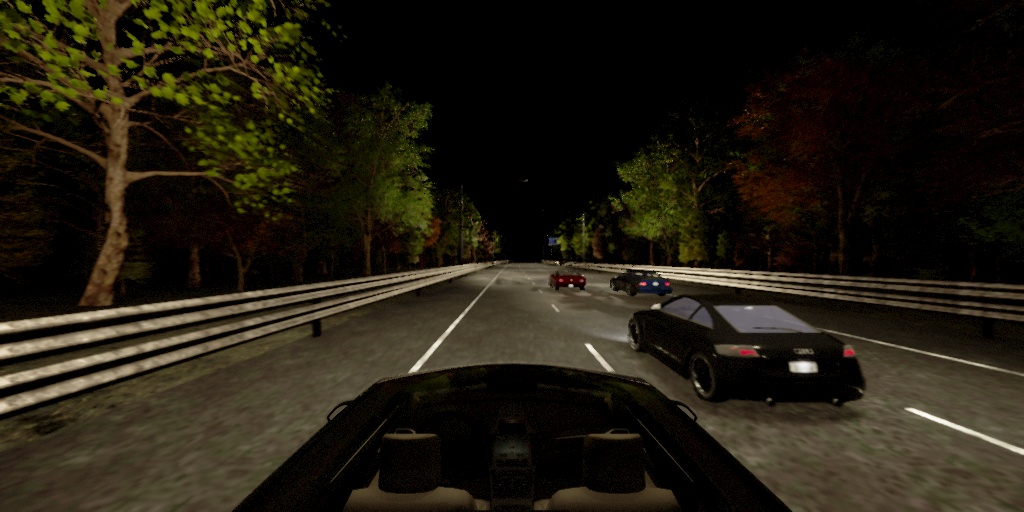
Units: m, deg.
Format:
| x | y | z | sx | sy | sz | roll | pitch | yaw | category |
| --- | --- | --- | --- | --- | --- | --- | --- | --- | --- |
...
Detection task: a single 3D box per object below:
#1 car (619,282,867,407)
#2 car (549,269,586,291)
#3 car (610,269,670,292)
| x | y | z | sx | sy | sz | roll | pitch | yaw | category |
| --- | --- | --- | --- | --- | --- | --- | --- | --- | --- |
| 3.599 | 1.355 | 6.432 | 1.994 | 1.385 | 4.181 | 0 | 0 | 0 | car |
| 3.598 | 1.544 | 24.043 | 1.895 | 1.301 | 4.718 | 0 | 0 | 0 | car |
| 7.100 | 1.458 | 20.260 | 2.033 | 1.411 | 5.357 | 0 | 0 | 0 | car |
